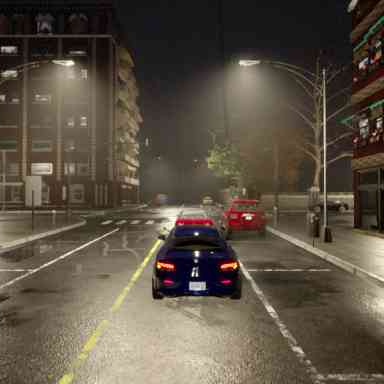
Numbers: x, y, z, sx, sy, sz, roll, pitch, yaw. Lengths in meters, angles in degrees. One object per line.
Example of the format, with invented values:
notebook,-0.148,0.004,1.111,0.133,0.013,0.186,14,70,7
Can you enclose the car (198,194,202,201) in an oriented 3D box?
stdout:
car,2.688,1.604,72.856,2.008,1.369,4.403,1,0,0

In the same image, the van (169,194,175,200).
van,-5.693,1.422,95.017,1.690,1.788,3.998,1,0,0

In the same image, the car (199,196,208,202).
car,2.687,1.626,78.395,1.947,1.339,4.313,1,0,0

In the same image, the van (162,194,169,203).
van,-5.685,1.383,61.785,1.690,1.788,3.998,1,0,0

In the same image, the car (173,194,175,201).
car,-5.693,1.610,78.402,2.008,1.369,4.403,1,0,0

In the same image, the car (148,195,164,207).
car,-5.687,1.614,50.709,1.802,1.307,4.206,1,0,0

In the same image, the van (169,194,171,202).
van,-5.687,1.389,67.324,1.690,1.788,3.998,1,0,0

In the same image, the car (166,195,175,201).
car,-5.696,1.624,89.479,2.008,1.369,4.403,1,0,0

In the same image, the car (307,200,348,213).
car,15.205,1.609,37.247,4.313,1.339,1.947,0,-1,1

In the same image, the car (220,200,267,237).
car,2.704,1.323,18.212,2.192,1.841,5.009,1,0,0

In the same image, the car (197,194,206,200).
car,2.688,1.396,95.009,2.192,1.841,5.009,1,0,0

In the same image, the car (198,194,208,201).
car,2.690,1.382,83.933,2.192,1.841,5.009,1,0,0

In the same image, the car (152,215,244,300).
car,0.100,1.529,8.281,1.812,1.442,4.674,0,0,0

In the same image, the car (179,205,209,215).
car,0.097,1.609,18.025,1.895,1.301,4.718,0,0,0

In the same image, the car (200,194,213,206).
car,2.692,1.563,56.413,1.752,1.417,4.829,1,0,0

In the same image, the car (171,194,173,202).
car,-5.692,1.635,72.863,1.802,1.307,4.206,1,0,0

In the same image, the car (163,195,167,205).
car,-5.689,1.619,56.246,1.802,1.307,4.206,1,0,0
